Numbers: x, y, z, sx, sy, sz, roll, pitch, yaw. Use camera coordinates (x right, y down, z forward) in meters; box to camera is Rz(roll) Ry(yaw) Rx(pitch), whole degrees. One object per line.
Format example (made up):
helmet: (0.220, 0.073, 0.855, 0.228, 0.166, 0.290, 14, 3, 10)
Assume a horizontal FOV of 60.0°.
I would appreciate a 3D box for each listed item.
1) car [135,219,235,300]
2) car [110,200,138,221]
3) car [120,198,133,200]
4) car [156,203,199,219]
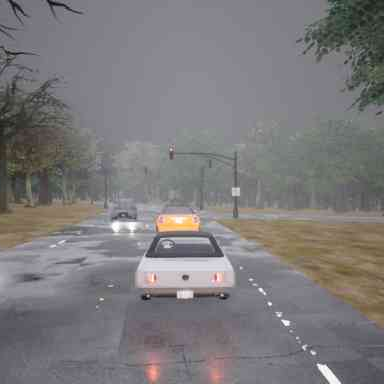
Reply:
car: (-0.202, 1.605, 8.352, 1.895, 1.301, 4.718, 0, 0, -2)
car: (-5.419, 1.582, 26.973, 1.994, 1.385, 4.181, 0, 0, -7)
car: (-10.818, 1.842, 56.647, 1.837, 1.490, 4.892, 0, -1, -14)
car: (-0.775, 1.361, 17.324, 2.097, 1.767, 4.553, 0, 0, -4)
